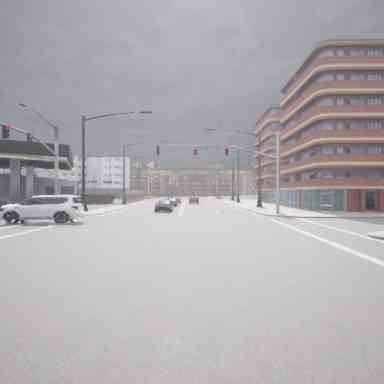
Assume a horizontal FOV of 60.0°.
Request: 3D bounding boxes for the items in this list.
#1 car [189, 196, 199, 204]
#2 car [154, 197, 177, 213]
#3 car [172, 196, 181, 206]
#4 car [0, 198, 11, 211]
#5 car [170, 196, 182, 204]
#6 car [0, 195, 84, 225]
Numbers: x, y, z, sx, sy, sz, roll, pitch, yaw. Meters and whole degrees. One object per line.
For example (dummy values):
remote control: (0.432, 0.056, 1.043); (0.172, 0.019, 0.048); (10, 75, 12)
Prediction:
car: (0.346, 1.505, 63.754); (2.128, 1.511, 4.902); (0, 0, 0)
car: (-3.079, 1.555, 37.078); (2.033, 1.411, 5.357); (0, 0, 0)
car: (-3.135, 1.558, 51.090); (2.033, 1.411, 5.357); (0, 0, 0)
car: (-23.943, 1.464, 39.446); (3.806, 1.475, 1.970); (0, 0, 1)
car: (-3.191, 1.504, 65.922); (2.128, 1.511, 4.902); (0, 0, 0)
car: (-10.614, 1.227, 23.710); (5.566, 2.045, 2.150); (0, 1, -6)
